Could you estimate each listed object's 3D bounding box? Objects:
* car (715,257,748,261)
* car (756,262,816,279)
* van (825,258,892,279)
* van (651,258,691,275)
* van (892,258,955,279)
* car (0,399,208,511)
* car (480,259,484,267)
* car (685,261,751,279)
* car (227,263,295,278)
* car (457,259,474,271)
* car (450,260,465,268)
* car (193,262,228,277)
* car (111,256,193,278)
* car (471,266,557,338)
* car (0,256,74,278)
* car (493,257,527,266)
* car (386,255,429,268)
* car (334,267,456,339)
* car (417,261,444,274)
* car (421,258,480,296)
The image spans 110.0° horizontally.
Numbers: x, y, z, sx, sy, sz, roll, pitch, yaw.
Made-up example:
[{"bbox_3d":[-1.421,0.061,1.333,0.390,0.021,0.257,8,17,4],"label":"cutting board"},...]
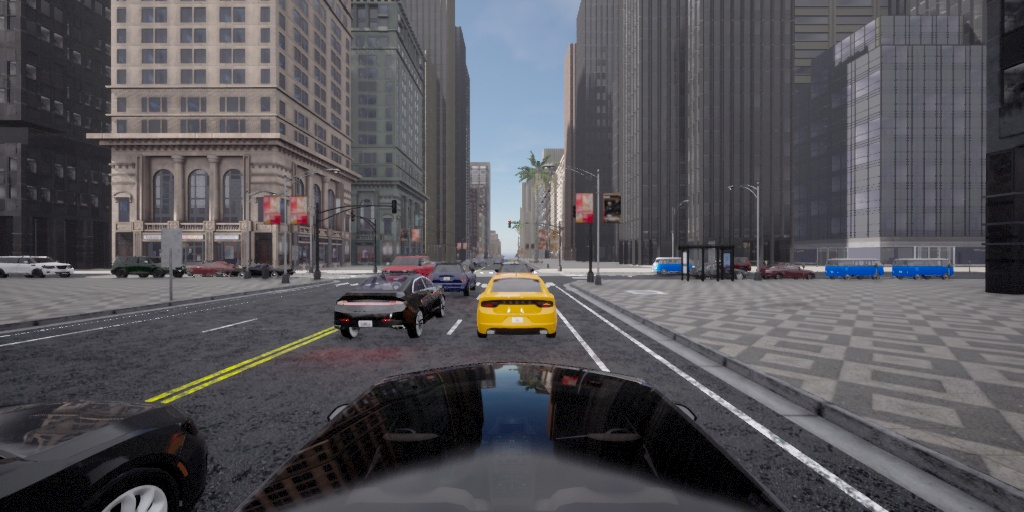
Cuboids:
[{"bbox_3d":[22.802,1.035,38.350,5.009,1.841,2.192,0,0,0],"label":"car"},{"bbox_3d":[22.793,1.327,29.825,4.207,1.307,1.802,0,0,0],"label":"car"},{"bbox_3d":[28.471,1.082,29.817,3.998,1.789,1.690,0,0,0],"label":"van"},{"bbox_3d":[17.125,1.065,38.357,3.998,1.789,1.690,0,0,0],"label":"van"},{"bbox_3d":[34.148,1.080,29.810,3.998,1.789,1.690,0,0,0],"label":"van"},{"bbox_3d":[-3.152,1.255,0.612,1.837,1.490,4.892,0,0,0],"label":"car"},{"bbox_3d":[-6.476,1.105,61.750,2.097,1.767,4.553,0,0,0],"label":"car"},{"bbox_3d":[17.116,1.299,29.832,4.403,1.370,2.007,0,0,0],"label":"car"},{"bbox_3d":[-22.539,1.375,32.593,4.718,1.301,1.895,0,0,0],"label":"car"},{"bbox_3d":[-6.524,1.257,50.677,1.837,1.490,4.892,0,0,-1],"label":"car"},{"bbox_3d":[-9.703,1.354,63.799,1.895,1.301,4.718,0,0,1],"label":"car"},{"bbox_3d":[-29.858,1.298,35.815,4.674,1.442,1.812,0,0,1],"label":"car"},{"bbox_3d":[-33.012,1.007,32.664,5.566,2.045,2.150,0,0,0],"label":"car"},{"bbox_3d":[0.111,1.227,10.217,1.882,1.535,5.008,0,0,0],"label":"car"},{"bbox_3d":[-43.719,1.020,32.739,5.566,2.045,2.150,0,0,0],"label":"car"},{"bbox_3d":[0.128,1.102,19.291,2.097,1.767,4.553,0,0,0],"label":"car"},{"bbox_3d":[-6.567,0.971,22.984,2.150,2.045,5.566,0,0,0],"label":"car"},{"bbox_3d":[-3.138,1.241,10.128,2.128,1.511,4.902,0,0,0],"label":"car"},{"bbox_3d":[-9.782,1.299,43.540,2.033,1.411,5.357,0,0,0],"label":"car"},{"bbox_3d":[-3.122,1.102,19.267,2.097,1.767,4.553,0,0,0],"label":"car"}]
